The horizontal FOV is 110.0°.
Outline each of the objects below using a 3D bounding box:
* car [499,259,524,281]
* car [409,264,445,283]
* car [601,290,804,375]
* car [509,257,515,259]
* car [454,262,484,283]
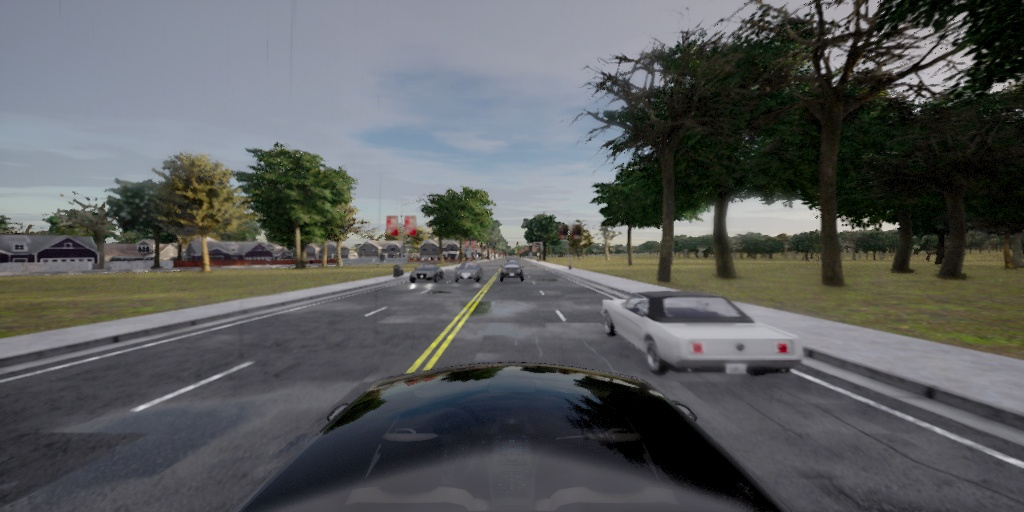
[{"bbox_3d":[-0.002,1.259,30.084,1.812,1.442,4.674,0,0,0],"label":"car"},{"bbox_3d":[-6.507,1.300,27.841,1.994,1.385,4.181,0,0,0],"label":"car"},{"bbox_3d":[3.250,1.348,7.409,1.895,1.301,4.718,0,0,0],"label":"car"},{"bbox_3d":[0.105,1.237,51.844,1.812,1.442,4.674,0,0,0],"label":"car"},{"bbox_3d":[-3.257,1.228,27.841,2.128,1.511,4.902,0,0,0],"label":"car"}]
